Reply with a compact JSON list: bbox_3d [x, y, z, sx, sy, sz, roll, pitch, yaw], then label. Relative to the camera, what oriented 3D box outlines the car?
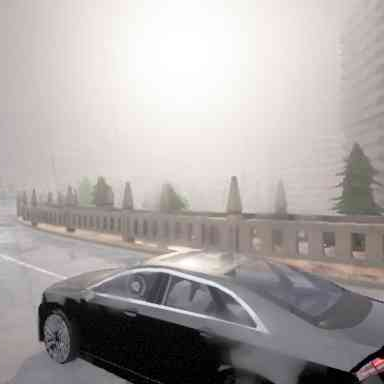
[{"bbox_3d":[-0.082,1.525,4.231,4.902,1.511,2.128,-1,-1,37],"label":"car"}]
